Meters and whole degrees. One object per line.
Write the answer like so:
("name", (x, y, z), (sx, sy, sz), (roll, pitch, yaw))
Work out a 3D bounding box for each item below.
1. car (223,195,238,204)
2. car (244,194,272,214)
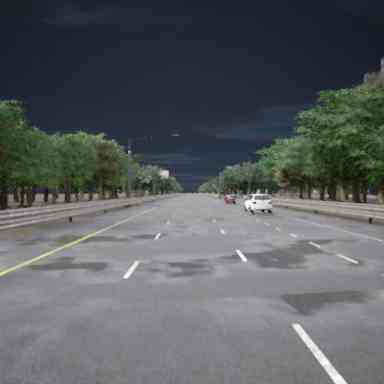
("car", (7.023, 1.552, 62.521), (1.812, 1.442, 4.674), (0, 0, 0))
("car", (7.012, 1.238, 35.510), (2.150, 2.045, 5.566), (0, 0, 0))
